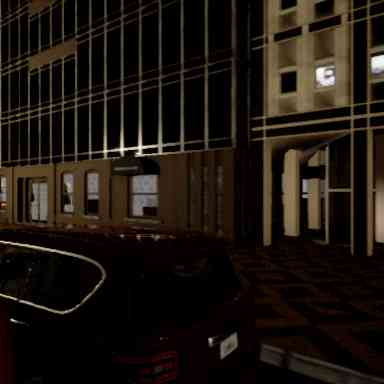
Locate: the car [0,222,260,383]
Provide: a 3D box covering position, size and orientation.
[{"bbox_3d":[-1.647,1.300,4.057,5.009,1.841,2.192,0,0,36],"label":"car"}]
